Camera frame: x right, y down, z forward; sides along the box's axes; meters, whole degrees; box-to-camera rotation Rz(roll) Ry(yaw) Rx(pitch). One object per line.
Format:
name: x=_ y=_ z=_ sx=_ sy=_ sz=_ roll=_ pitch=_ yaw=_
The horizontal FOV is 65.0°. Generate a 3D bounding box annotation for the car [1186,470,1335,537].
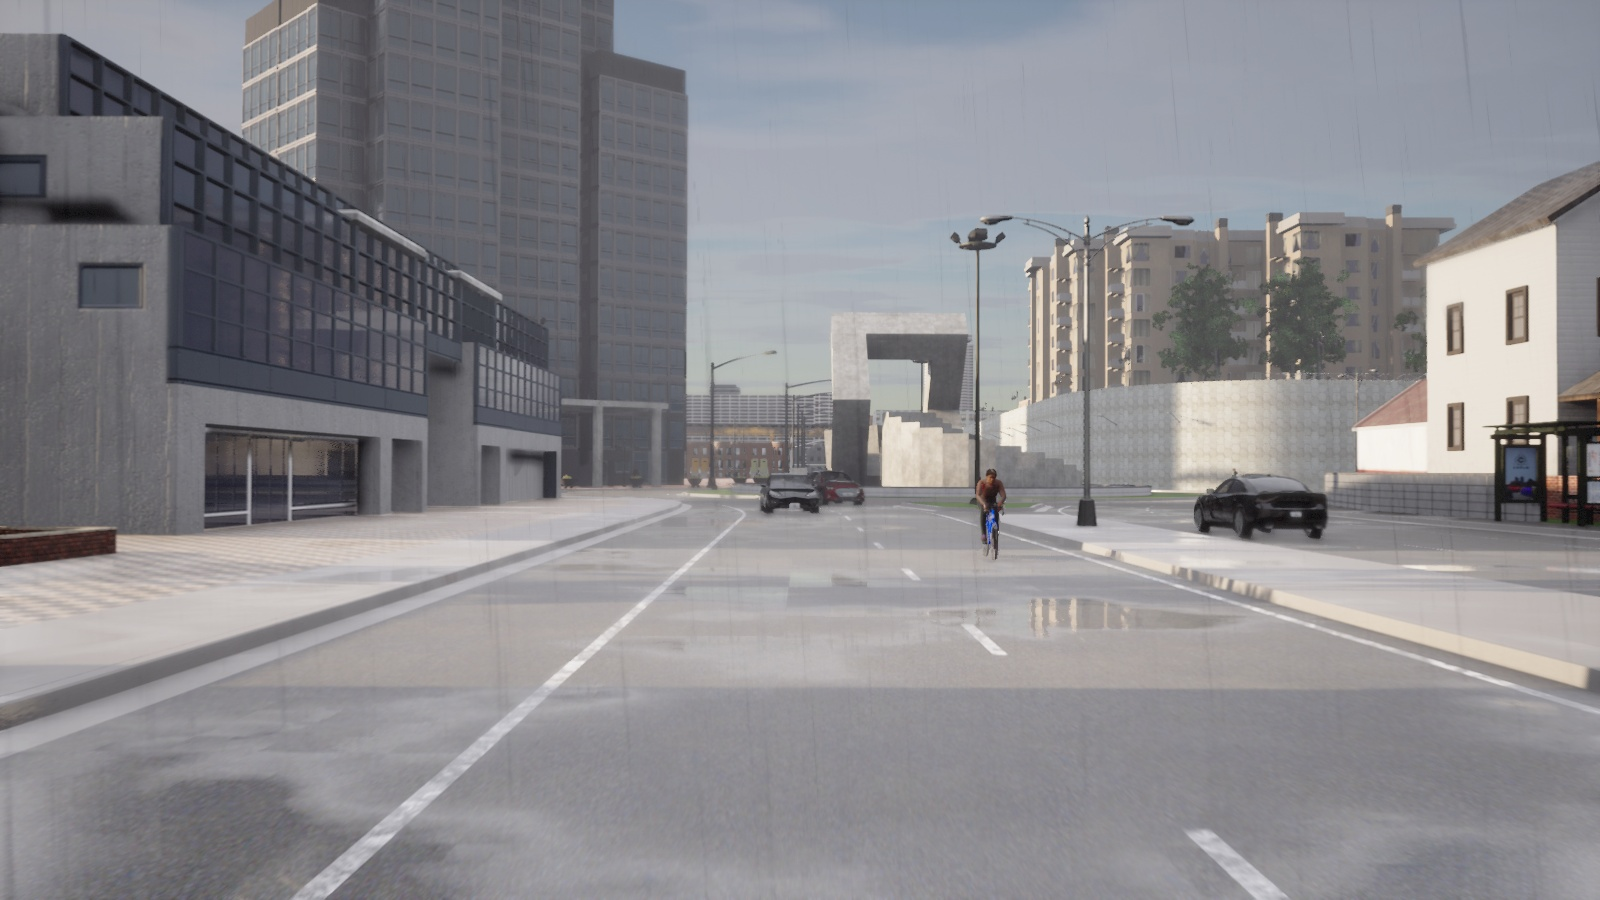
car: x=11.392 y=1.274 z=31.462 sx=1.882 sy=1.535 sz=5.008 roll=0 pitch=-1 yaw=0

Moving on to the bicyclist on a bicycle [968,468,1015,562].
bicyclist on a bicycle: x=3.422 y=1.131 z=22.531 sx=0.582 sy=1.620 sz=1.656 roll=0 pitch=-1 yaw=0

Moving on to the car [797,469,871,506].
car: x=1.510 y=1.711 z=58.065 sx=2.033 sy=1.649 sz=4.856 roll=0 pitch=-1 yaw=-16

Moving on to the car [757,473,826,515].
car: x=-0.392 y=1.603 z=47.017 sx=2.163 sy=1.488 sz=4.792 roll=0 pitch=-1 yaw=-5
